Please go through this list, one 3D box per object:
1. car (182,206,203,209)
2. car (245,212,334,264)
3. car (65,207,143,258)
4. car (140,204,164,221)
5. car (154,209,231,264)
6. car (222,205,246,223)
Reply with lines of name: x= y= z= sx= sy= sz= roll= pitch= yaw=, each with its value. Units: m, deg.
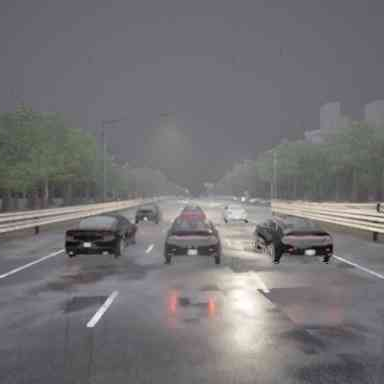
car: x=0.034 y=1.818 z=27.442 sx=1.994 sy=1.385 sz=4.181 roll=0 pitch=0 yaw=0
car: x=3.538 y=1.613 z=12.347 sx=2.128 sy=1.511 sz=4.902 roll=0 pitch=0 yaw=0
car: x=-3.453 y=1.609 z=13.500 sx=1.882 sy=1.535 sz=5.008 roll=0 pitch=0 yaw=0
car: x=-3.468 y=1.758 z=27.356 sx=1.837 sy=1.490 sz=4.892 roll=0 pitch=0 yaw=0
car: x=0.038 y=1.612 z=12.346 sx=2.128 sy=1.511 sz=4.902 roll=0 pitch=0 yaw=0
car: x=3.537 y=1.782 z=28.016 sx=1.812 sy=1.442 sz=4.674 roll=0 pitch=0 yaw=0
